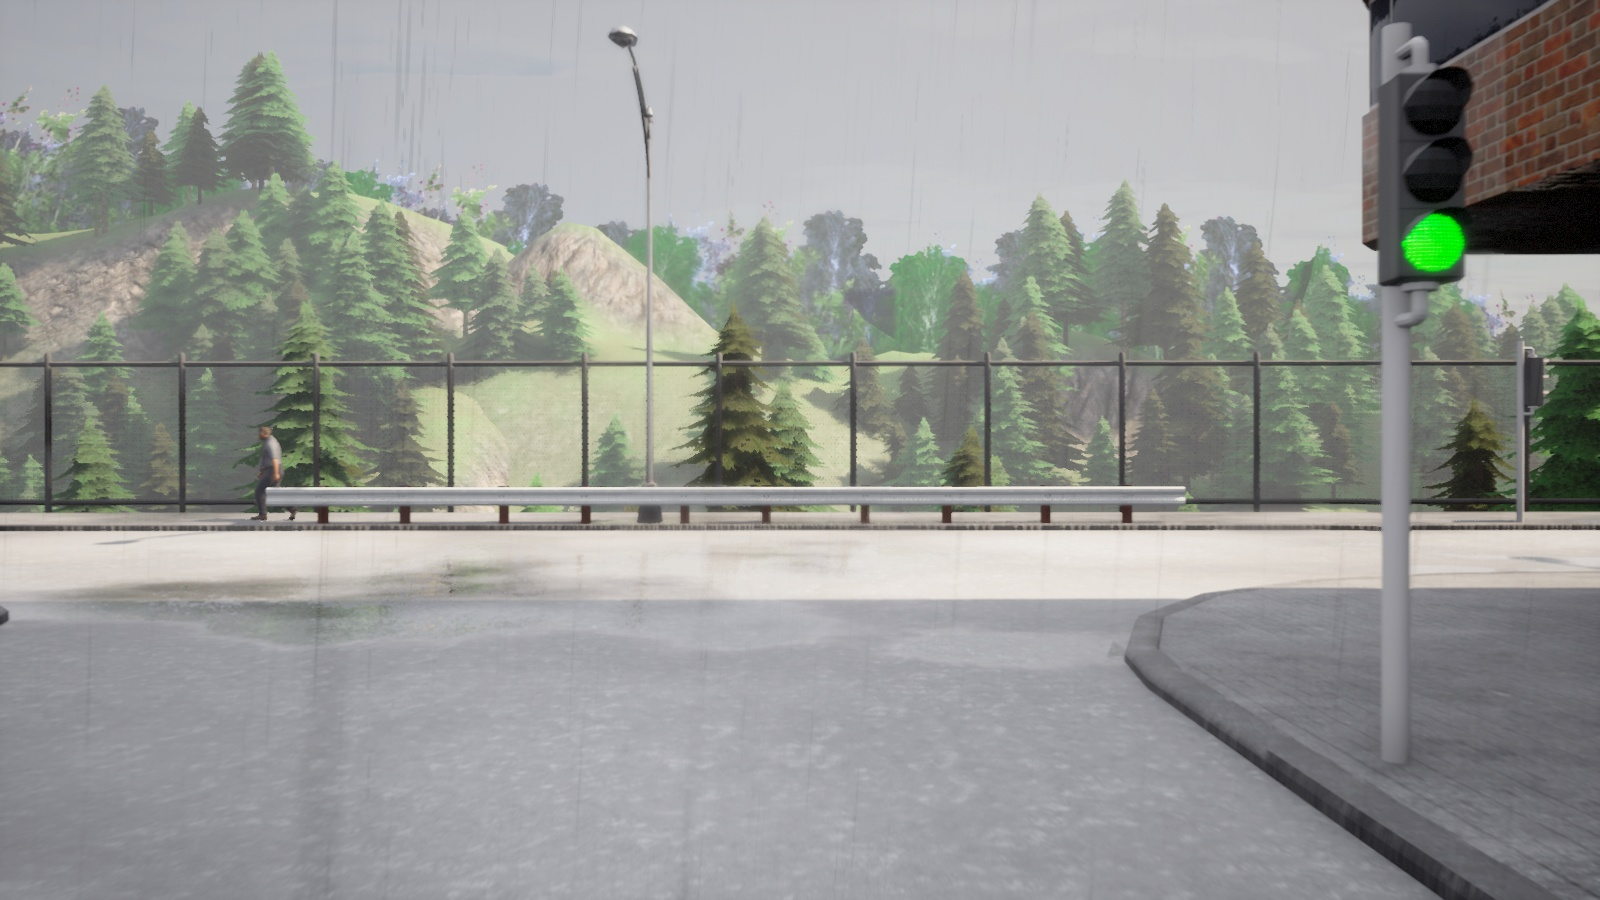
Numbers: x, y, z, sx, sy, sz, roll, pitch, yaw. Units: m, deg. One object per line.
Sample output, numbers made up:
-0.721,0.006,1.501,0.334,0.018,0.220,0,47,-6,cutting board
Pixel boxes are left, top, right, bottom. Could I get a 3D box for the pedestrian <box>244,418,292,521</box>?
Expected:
-9.698,0.355,22.918,0.694,1.848,0.540,0,0,-9,pedestrian
